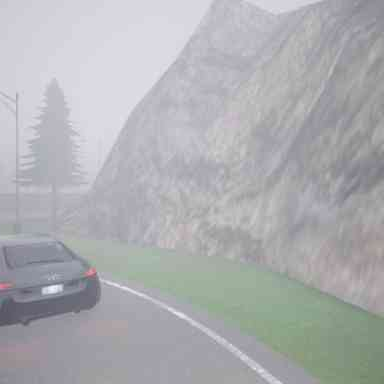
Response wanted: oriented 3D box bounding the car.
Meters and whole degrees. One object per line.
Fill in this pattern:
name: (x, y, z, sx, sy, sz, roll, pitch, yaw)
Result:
car: (-3.587, 1.564, 6.974, 1.994, 1.385, 4.181, 0, 0, -41)
